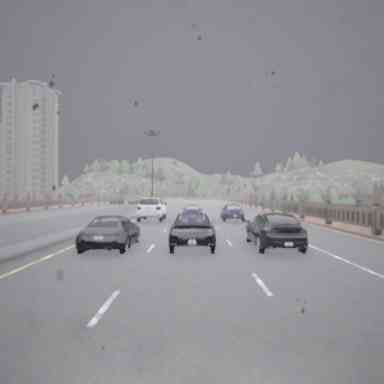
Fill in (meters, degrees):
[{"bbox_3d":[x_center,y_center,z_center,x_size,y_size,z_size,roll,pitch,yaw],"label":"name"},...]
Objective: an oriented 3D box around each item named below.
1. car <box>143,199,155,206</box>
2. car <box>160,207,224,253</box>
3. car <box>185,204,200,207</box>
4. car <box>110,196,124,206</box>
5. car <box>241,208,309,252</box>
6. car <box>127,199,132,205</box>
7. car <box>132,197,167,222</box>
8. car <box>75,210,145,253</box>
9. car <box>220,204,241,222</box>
[{"bbox_3d":[-9.379,2.271,72.785,1.895,1.301,4.718,0,-1,2],"label":"car"},{"bbox_3d":[0.017,1.628,14.418,2.128,1.511,4.902,0,0,0],"label":"car"},{"bbox_3d":[0.033,1.802,29.510,1.812,1.442,4.674,0,0,0],"label":"car"},{"bbox_3d":[-16.376,1.902,72.996,2.150,2.045,5.566,0,-1,2],"label":"car"},{"bbox_3d":[3.516,1.644,14.431,1.837,1.490,4.892,0,0,0],"label":"car"},{"bbox_3d":[-12.876,2.154,72.920,1.882,1.535,5.008,0,-1,2],"label":"car"},{"bbox_3d":[-3.474,1.489,29.155,2.150,2.045,5.566,0,0,0],"label":"car"},{"bbox_3d":[-3.483,1.700,14.414,1.994,1.385,4.181,0,0,0],"label":"car"},{"bbox_3d":[3.533,1.802,29.487,1.812,1.442,4.674,0,0,0],"label":"car"}]
